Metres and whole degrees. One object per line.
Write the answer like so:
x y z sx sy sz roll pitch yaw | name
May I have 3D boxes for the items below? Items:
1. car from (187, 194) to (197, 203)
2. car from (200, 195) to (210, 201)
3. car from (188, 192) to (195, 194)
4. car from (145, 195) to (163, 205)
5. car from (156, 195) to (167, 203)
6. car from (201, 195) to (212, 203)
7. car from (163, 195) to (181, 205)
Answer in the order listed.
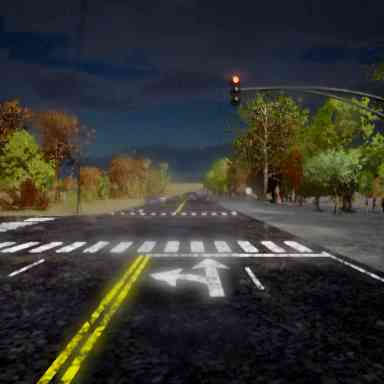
-0.051 1.572 70.888 1.895 1.301 4.718 0 0 0 | car
3.158 1.417 81.798 2.033 1.411 5.357 0 0 0 | car
-0.090 1.071 80.991 2.150 2.045 5.566 0 0 0 | car
-6.647 1.329 56.444 2.097 1.767 4.553 0 0 0 | car
-6.580 1.472 71.801 1.812 1.442 4.674 0 0 0 | car
3.192 1.469 71.642 2.128 1.511 4.902 0 0 0 | car
-3.398 1.577 56.594 1.895 1.301 4.718 0 0 0 | car
